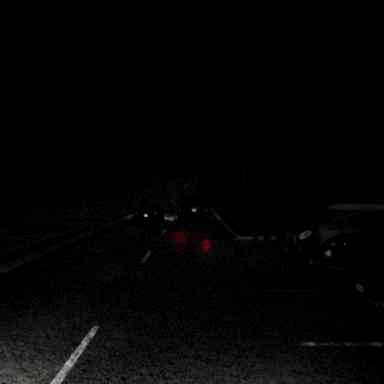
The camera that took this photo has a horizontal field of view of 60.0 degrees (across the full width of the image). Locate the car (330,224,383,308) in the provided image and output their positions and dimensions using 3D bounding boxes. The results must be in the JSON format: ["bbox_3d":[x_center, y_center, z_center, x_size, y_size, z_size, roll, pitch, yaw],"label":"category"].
[{"bbox_3d":[5.538,1.519,6.191,4.892,1.521,2.231,0,0,0],"label":"car"}]

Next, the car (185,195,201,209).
[{"bbox_3d":[0.141,1.164,41.946,1.882,1.535,5.008,0,1,0],"label":"car"}]

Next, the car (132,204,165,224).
[{"bbox_3d":[-3.127,1.545,24.536,1.994,1.385,4.181,0,1,0],"label":"car"}]

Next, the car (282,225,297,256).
[{"bbox_3d":[5.579,1.403,11.702,4.553,1.767,2.185,0,0,0],"label":"car"}]

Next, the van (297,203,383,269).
[{"bbox_3d":[5.430,1.301,8.950,4.442,1.987,1.878,0,0,0],"label":"van"}]

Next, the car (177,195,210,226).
[{"bbox_3d":[0.119,1.213,23.513,2.150,2.045,5.566,0,1,0],"label":"car"}]
